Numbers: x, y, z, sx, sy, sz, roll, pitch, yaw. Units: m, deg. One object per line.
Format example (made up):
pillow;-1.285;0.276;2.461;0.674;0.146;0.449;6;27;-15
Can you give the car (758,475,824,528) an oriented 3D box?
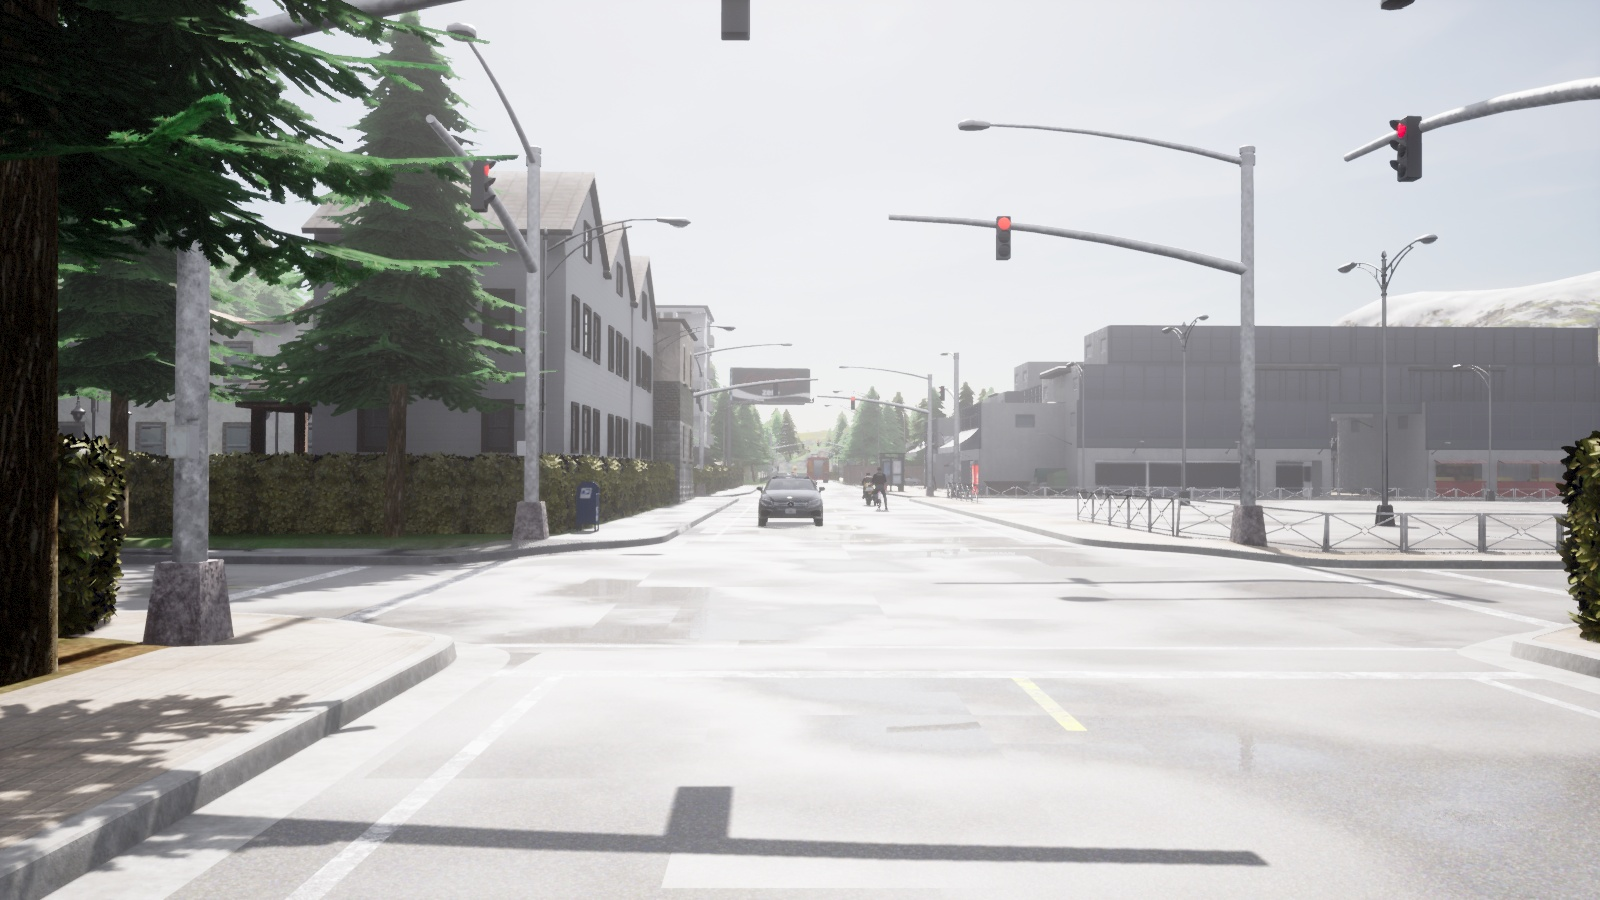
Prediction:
car;-0.258;1.455;36.731;1.812;1.442;4.674;0;-1;0

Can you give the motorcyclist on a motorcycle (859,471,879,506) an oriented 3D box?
motorcyclist on a motorcycle;3.109;1.733;56.791;0.797;1.523;2.044;0;-1;0
